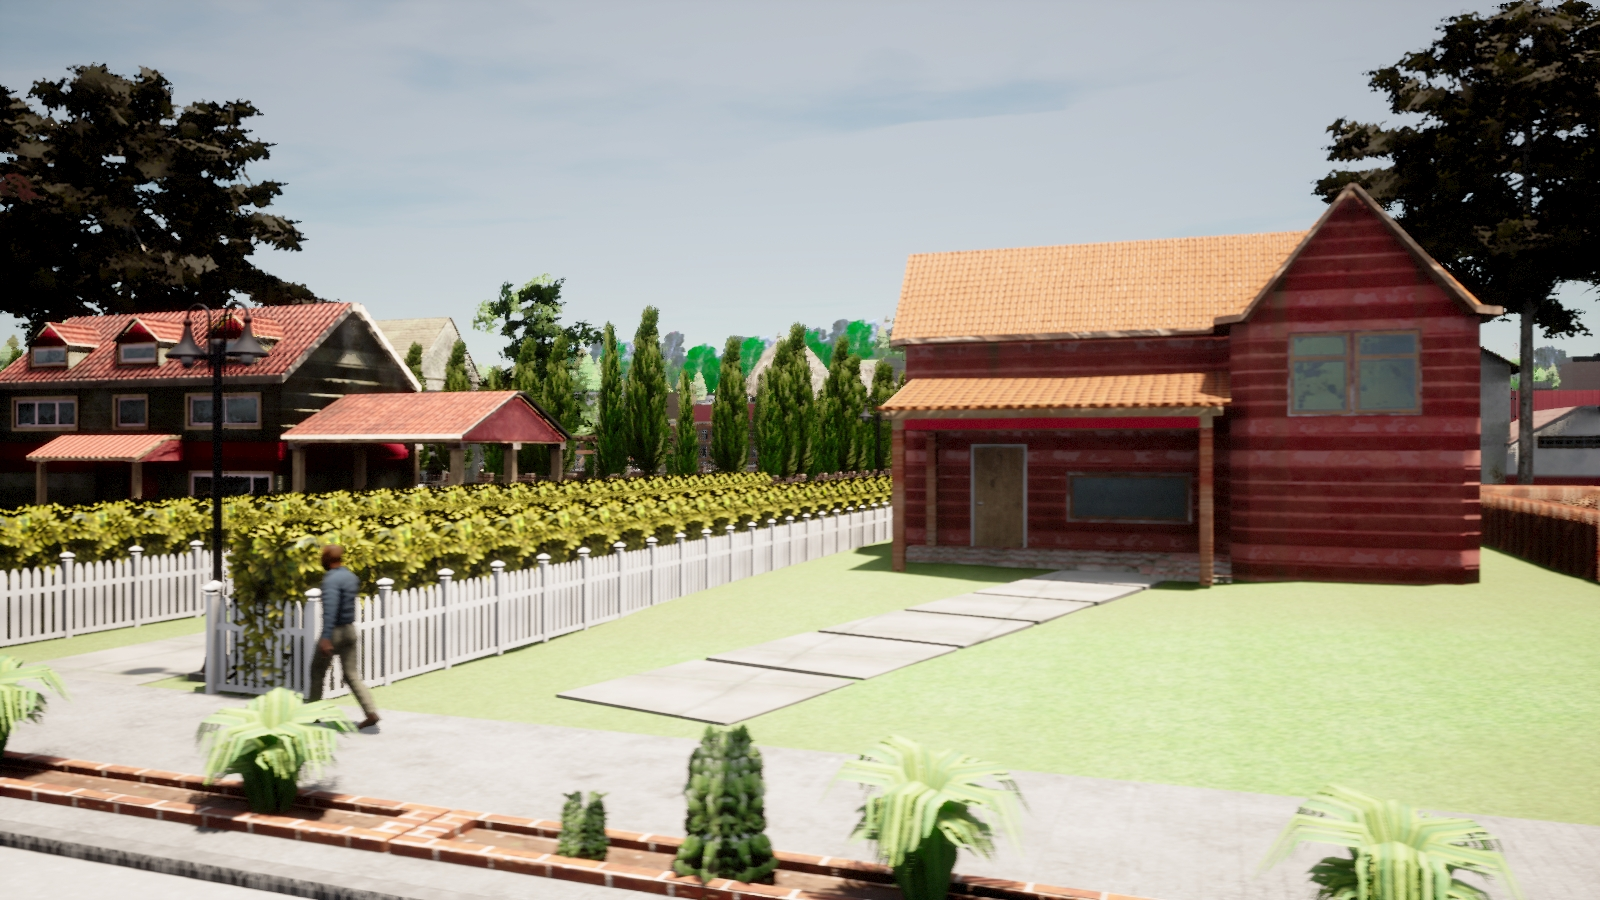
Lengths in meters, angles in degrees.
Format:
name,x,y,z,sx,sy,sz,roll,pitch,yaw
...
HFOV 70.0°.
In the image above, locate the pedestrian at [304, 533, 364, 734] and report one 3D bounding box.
name,x,y,z,sx,sy,sz,roll,pitch,yaw
pedestrian,-4.482,1.743,10.994,0.375,1.860,0.375,0,0,18
